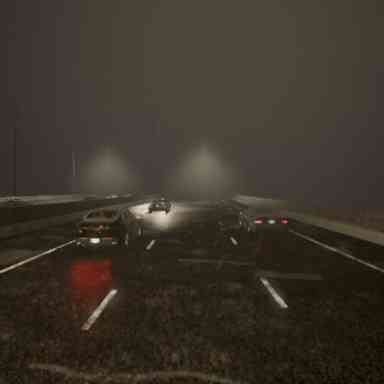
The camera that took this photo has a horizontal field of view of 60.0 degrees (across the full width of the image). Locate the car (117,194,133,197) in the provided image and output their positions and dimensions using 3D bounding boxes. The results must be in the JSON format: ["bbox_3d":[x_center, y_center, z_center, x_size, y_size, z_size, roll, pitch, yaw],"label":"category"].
[{"bbox_3d":[-12.666,1.168,65.700,2.033,1.411,5.357,0,0,2],"label":"car"}]

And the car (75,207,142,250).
[{"bbox_3d":[-3.317,1.407,13.880,1.837,1.490,4.892,0,0,1],"label":"car"}]

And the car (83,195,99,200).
[{"bbox_3d":[-19.695,1.180,65.030,1.994,1.385,4.181,0,0,2],"label":"car"}]

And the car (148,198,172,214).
[{"bbox_3d":[-3.045,1.325,32.371,2.033,1.411,5.357,0,0,1],"label":"car"}]

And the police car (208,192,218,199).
[{"bbox_3d":[5.754,0.976,85.635,1.930,1.638,5.238,0,0,3],"label":"police car"}]

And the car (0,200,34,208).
[{"bbox_3d":[-13.866,1.366,25.793,2.033,1.411,5.357,0,0,1],"label":"car"}]

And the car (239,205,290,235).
[{"bbox_3d":[3.723,1.422,17.891,2.033,1.411,5.357,0,0,1],"label":"car"}]

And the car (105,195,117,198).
[{"bbox_3d":[-16.118,1.219,66.986,1.895,1.301,4.718,0,0,2],"label":"car"}]
